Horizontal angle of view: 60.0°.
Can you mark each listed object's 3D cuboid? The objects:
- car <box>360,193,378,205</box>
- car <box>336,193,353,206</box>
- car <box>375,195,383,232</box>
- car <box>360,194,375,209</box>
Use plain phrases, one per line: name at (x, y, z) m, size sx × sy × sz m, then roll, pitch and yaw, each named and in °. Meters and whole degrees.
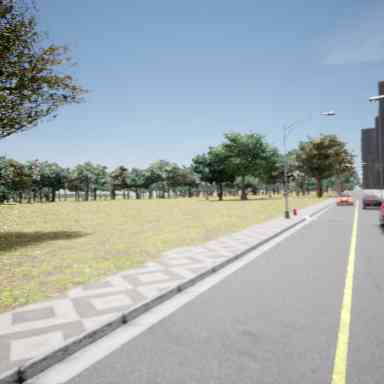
car at (25.540, 1.012, 48.144) m, size 2.128 × 1.511 × 4.902 m, roll -2°, pitch 0°, yaw 27°
car at (21.338, 0.995, 46.462) m, size 2.097 × 1.767 × 4.553 m, roll -2°, pitch 0°, yaw 27°
car at (11.156, 1.007, 17.460) m, size 2.150 × 2.045 × 5.566 m, roll -2°, pitch 0°, yaw 27°
car at (20.134, 1.133, 37.282) m, size 1.837 × 1.490 × 4.892 m, roll -2°, pitch 0°, yaw 27°
